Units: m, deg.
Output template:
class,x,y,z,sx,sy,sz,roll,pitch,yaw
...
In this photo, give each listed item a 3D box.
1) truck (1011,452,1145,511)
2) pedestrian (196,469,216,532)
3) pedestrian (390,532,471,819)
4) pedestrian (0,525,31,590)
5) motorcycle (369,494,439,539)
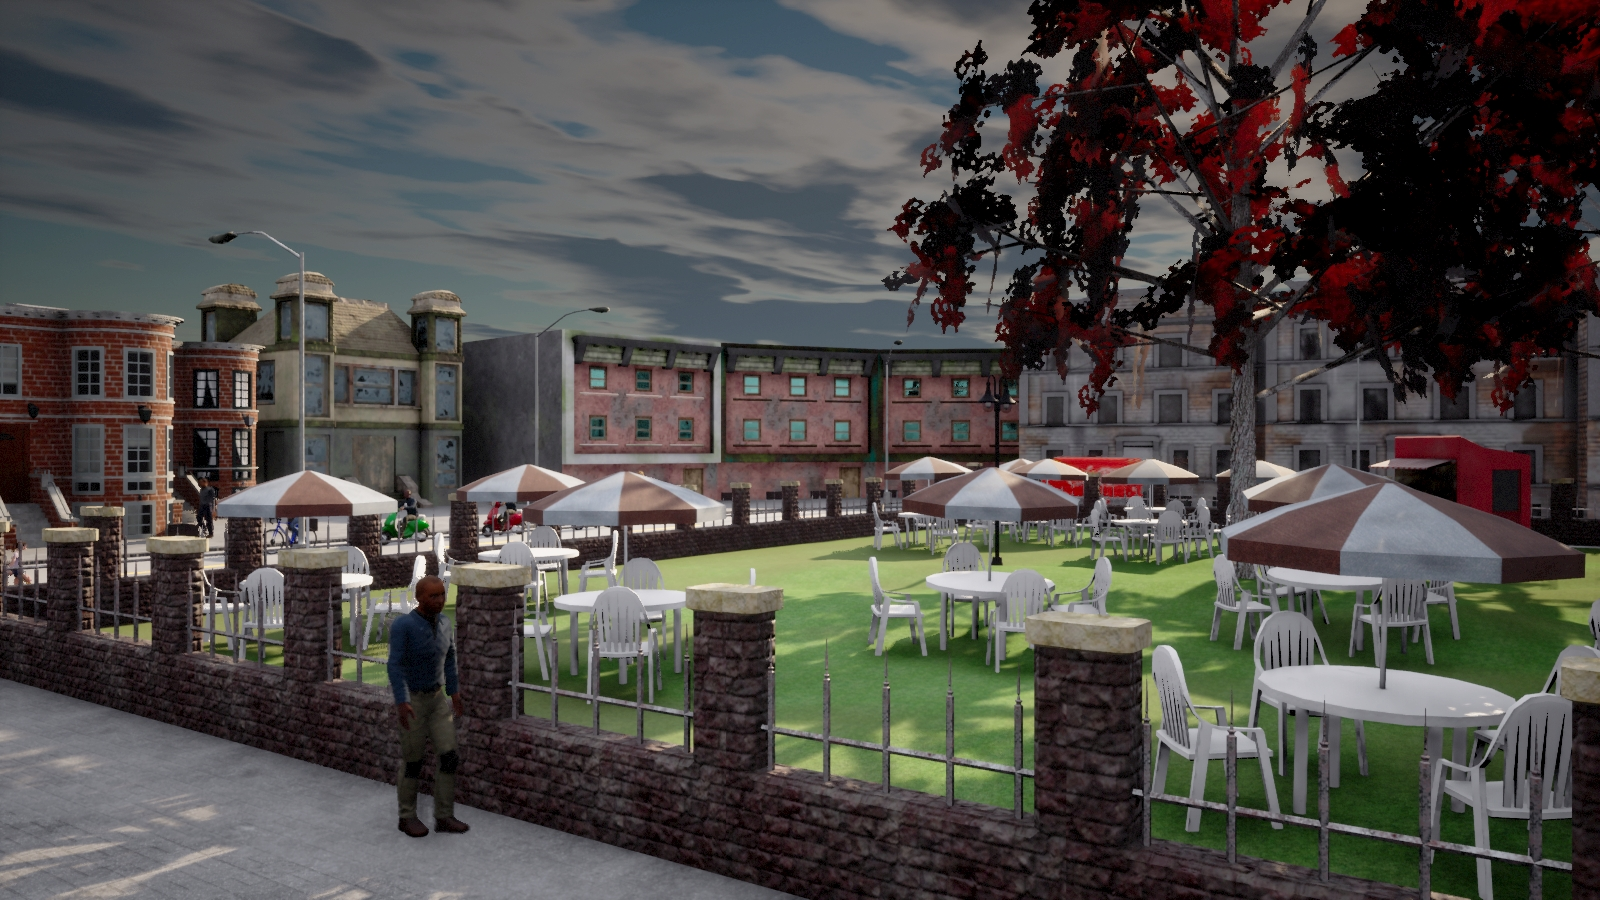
class,x,y,z,sx,sy,sz,roll,pitch,yaw
truck,12.322,1.341,50.734,5.204,2.467,2.627,0,0,33
pedestrian,-17.743,1.512,34.130,0.375,1.860,0.375,0,0,34
pedestrian,-2.533,1.513,7.831,0.375,1.860,0.375,0,0,34
pedestrian,-14.049,1.914,20.403,0.500,1.100,0.500,0,0,-31
motorcycle,-11.759,1.950,33.969,0.856,1.236,1.805,0,0,35
